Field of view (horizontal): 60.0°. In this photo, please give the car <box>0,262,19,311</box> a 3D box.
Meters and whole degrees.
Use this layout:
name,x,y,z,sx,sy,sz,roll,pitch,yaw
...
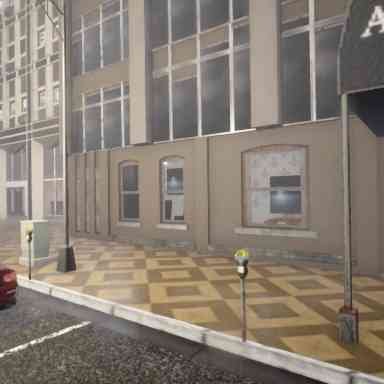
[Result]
name,x,y,z,sx,sy,sz,roll,pitch,yaw
car,-4.975,1.584,6.433,4.206,1.307,1.802,0,-1,35
